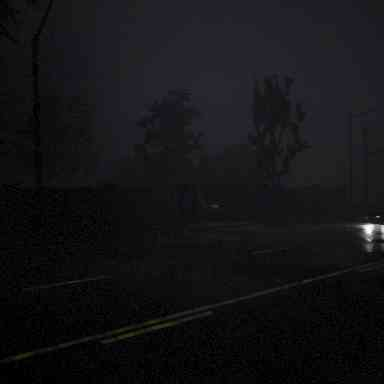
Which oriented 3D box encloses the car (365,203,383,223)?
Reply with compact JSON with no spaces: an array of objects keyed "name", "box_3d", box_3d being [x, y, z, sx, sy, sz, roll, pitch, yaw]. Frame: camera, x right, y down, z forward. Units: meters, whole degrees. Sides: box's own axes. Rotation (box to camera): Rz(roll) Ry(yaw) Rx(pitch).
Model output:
[{"name":"car","box_3d":[13.313,1.349,22.035,4.181,1.385,1.994,-1,0,-35]}]
